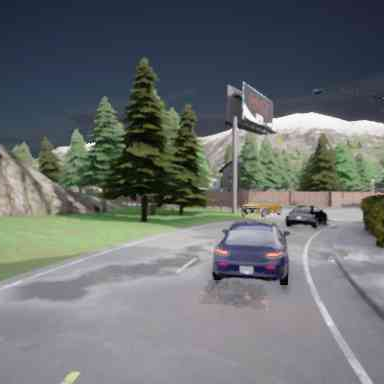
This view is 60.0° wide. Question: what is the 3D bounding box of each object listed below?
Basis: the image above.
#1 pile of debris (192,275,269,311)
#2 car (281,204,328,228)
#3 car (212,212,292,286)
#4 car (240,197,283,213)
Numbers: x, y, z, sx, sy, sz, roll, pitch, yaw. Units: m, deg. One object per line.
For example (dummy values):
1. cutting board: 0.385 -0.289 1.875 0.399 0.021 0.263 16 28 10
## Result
1. pile of debris: 0.926 2.175 7.365 1.500 0.140 1.860 0 0 13
2. car: 7.812 1.587 22.527 1.994 1.385 4.181 0 0 33
3. car: 1.766 1.526 9.446 1.812 1.442 4.674 0 0 15
4. car: 5.488 1.102 25.958 1.882 1.535 5.008 0 0 36
